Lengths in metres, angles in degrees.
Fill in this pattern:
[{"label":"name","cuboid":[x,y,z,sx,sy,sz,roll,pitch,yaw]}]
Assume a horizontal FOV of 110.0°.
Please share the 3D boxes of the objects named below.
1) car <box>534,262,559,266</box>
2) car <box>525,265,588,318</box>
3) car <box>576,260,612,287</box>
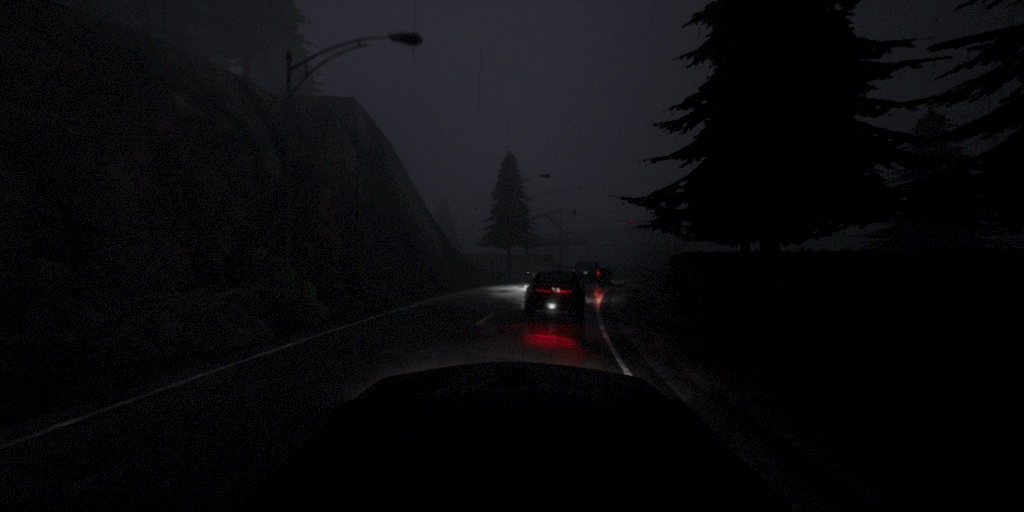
[{"label":"car","cuboid":[2.559,1.184,27.260,2.128,1.511,4.902,0,0,23]},{"label":"car","cuboid":[1.685,1.232,12.955,1.837,1.490,4.892,0,0,12]},{"label":"car","cuboid":[5.474,1.072,24.527,2.097,1.767,4.553,0,0,24]}]
